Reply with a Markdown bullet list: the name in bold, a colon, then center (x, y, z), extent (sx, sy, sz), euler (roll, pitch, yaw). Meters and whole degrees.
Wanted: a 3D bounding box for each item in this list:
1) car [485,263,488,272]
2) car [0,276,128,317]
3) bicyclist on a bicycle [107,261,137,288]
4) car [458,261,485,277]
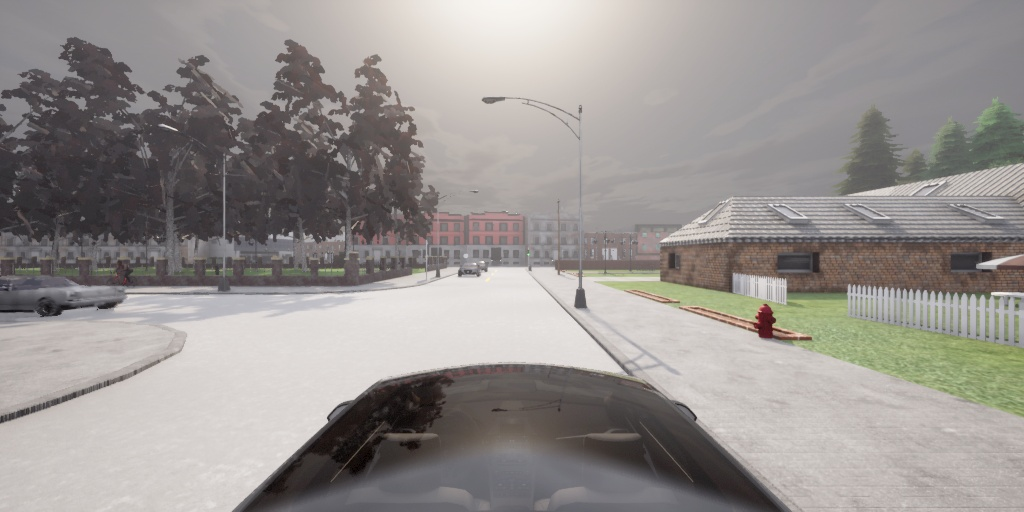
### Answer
- **car**: center (-4.109, 1.314, 45.593), extent (1.994, 1.385, 4.181), euler (0, 0, 0)
- **car**: center (-16.544, 1.351, 12.466), extent (4.718, 1.301, 1.895), euler (0, 0, 0)
- **bicyclist on a bicycle**: center (-22.656, 1.099, 20.853), extent (0.582, 1.620, 1.656), euler (0, 0, 0)
- **car**: center (-4.125, 1.314, 35.608), extent (1.994, 1.385, 4.181), euler (0, 0, 0)
